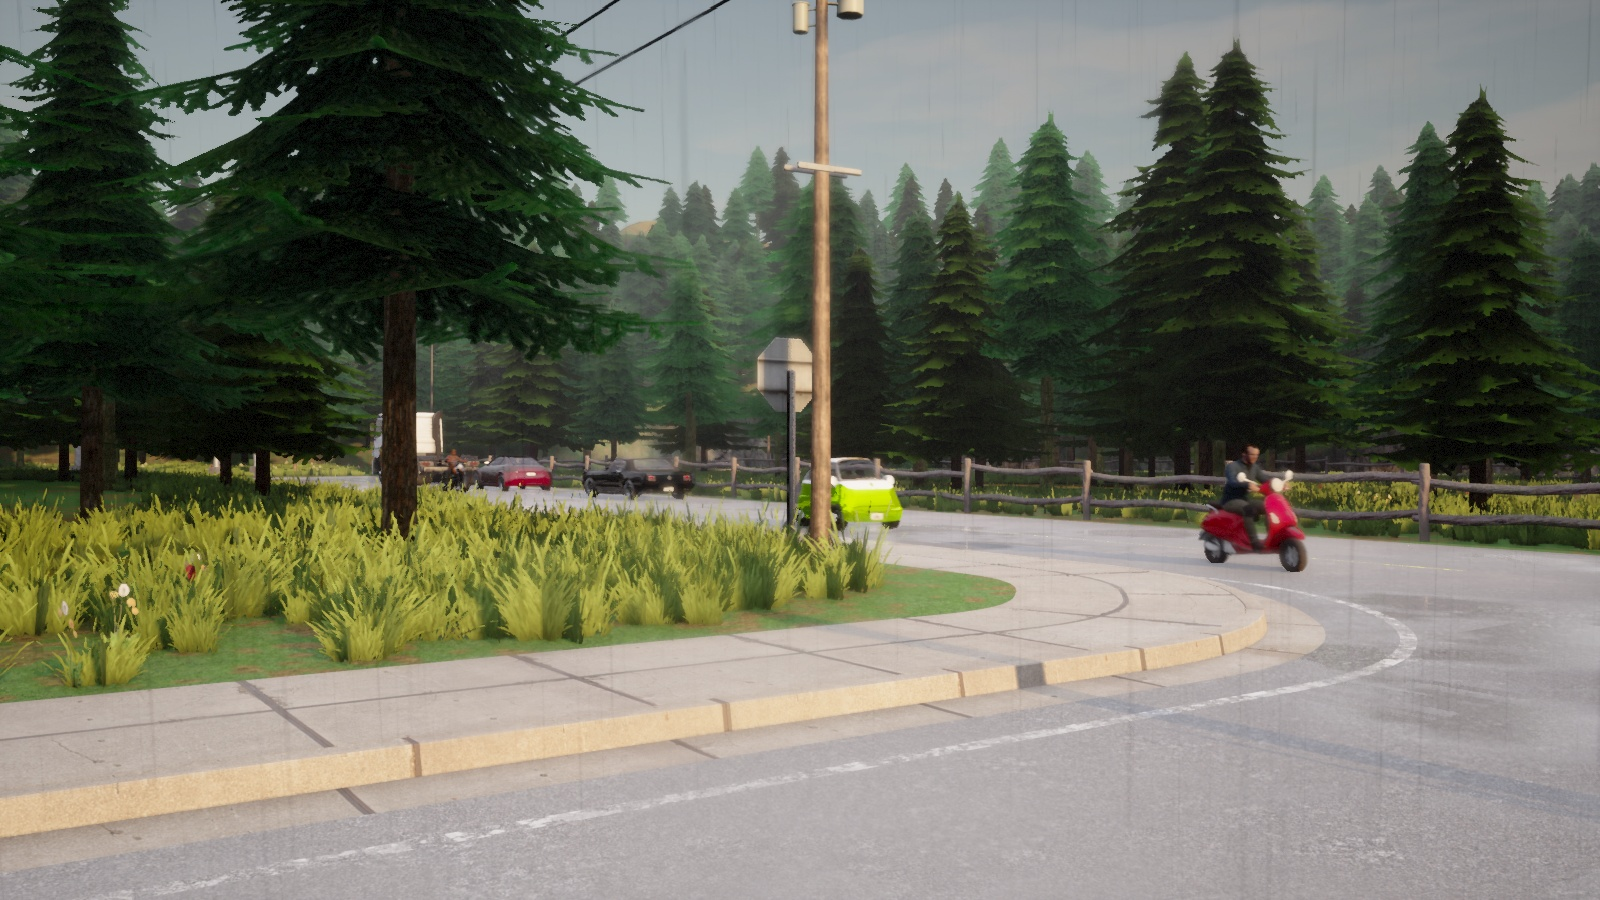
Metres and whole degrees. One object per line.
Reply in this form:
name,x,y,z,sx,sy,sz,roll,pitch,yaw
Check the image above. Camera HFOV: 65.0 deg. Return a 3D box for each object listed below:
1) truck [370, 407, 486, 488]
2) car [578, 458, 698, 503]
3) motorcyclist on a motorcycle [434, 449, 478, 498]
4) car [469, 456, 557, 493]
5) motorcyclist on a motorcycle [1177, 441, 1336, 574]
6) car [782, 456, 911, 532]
truck,-17.312,-0.085,58.062,2.891,3.462,7.936,0,0,-34
car,-5.224,0.927,39.912,1.895,1.301,4.718,0,0,-34
motorcyclist on a motorcycle,-12.006,0.801,43.781,0.766,1.649,2.350,0,0,-34
car,-11.249,0.926,48.962,1.994,1.385,4.181,0,0,-34
motorcyclist on a motorcycle,5.774,0.690,15.999,0.866,1.590,1.817,0,0,-25
car,0.875,0.821,24.274,1.481,1.376,2.207,0,-1,-32
